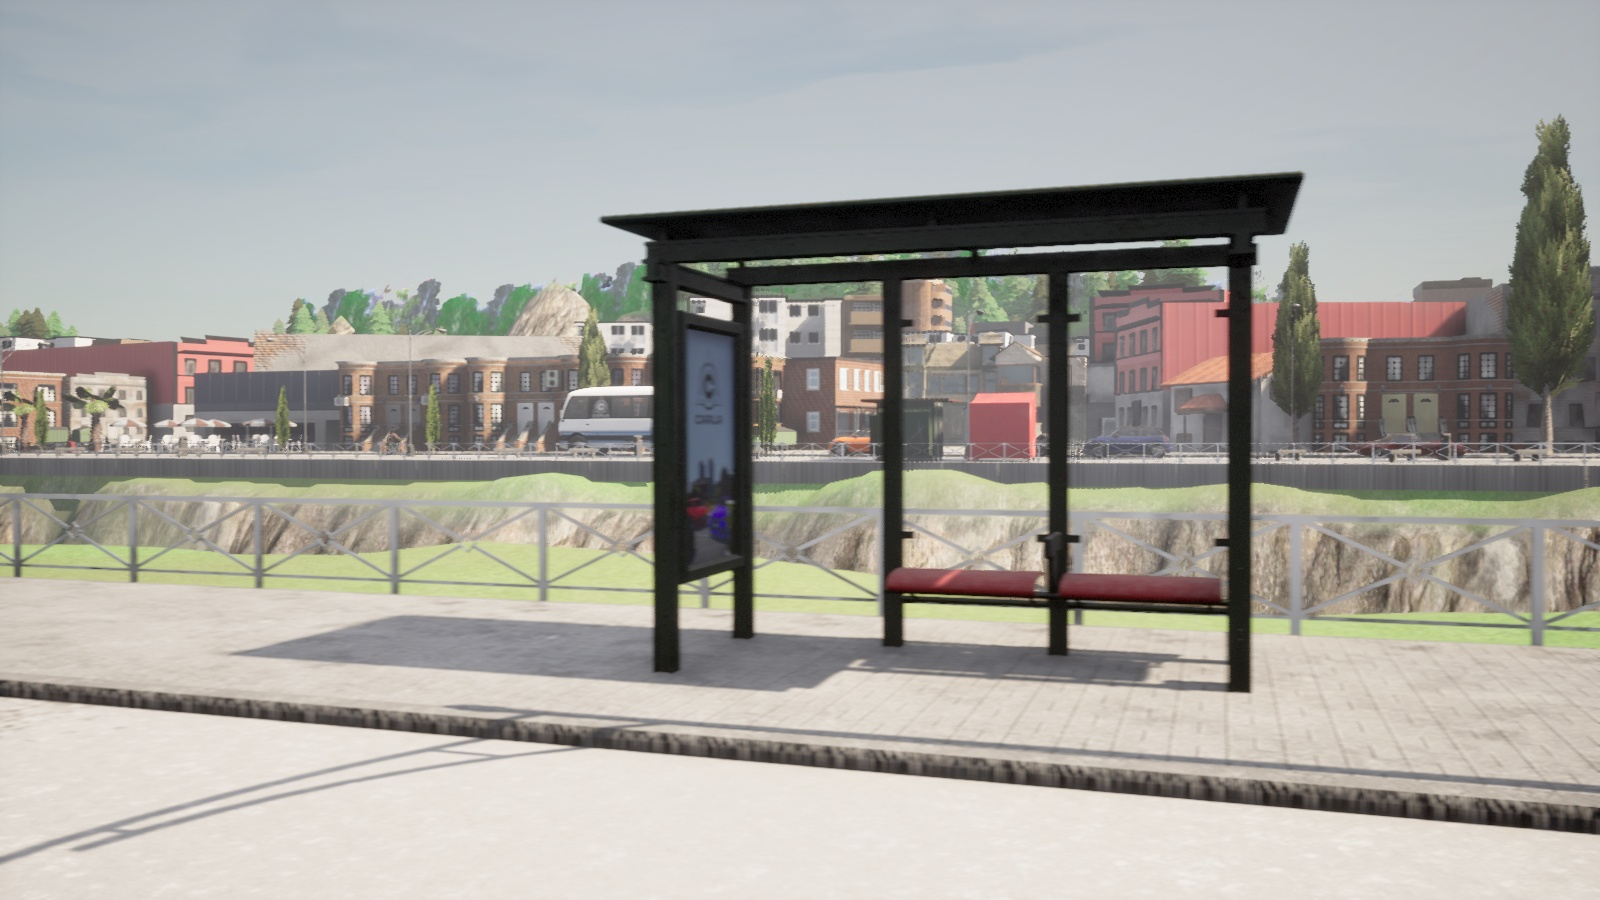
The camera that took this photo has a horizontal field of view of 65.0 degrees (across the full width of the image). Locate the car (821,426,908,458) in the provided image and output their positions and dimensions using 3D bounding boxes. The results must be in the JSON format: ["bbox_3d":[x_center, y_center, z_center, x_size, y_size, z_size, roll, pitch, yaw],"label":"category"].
[{"bbox_3d":[3.693,-0.451,71.791,4.553,1.767,2.097,1,1,19],"label":"car"}]

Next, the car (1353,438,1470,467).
[{"bbox_3d":[28.735,0.088,59.159,4.718,1.301,1.895,1,1,19],"label":"car"}]

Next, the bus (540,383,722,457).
[{"bbox_3d":[-10.287,-1.813,76.473,10.273,4.253,3.944,1,1,19],"label":"bus"}]
